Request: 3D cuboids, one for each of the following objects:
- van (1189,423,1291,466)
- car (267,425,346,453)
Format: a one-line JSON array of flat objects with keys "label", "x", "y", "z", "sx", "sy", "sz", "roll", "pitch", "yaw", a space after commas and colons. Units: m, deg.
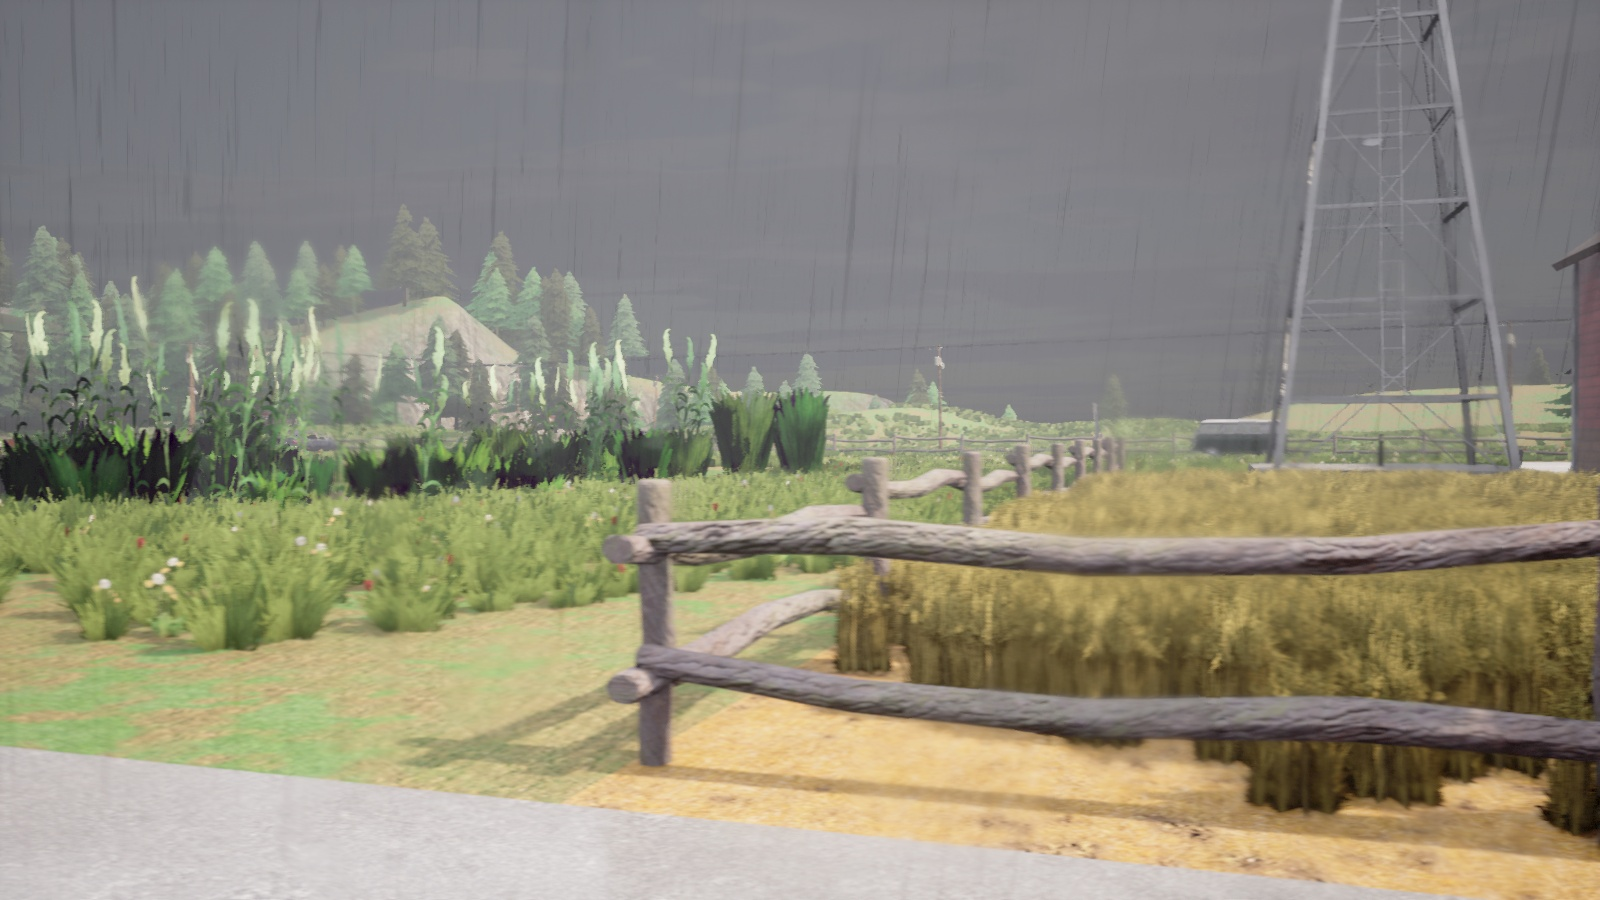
[{"label": "van", "x": 20.962, "y": -0.301, "z": 59.895, "sx": 4.442, "sy": 1.987, "sz": 1.775, "roll": 1, "pitch": 1, "yaw": 24}, {"label": "car", "x": -30.161, "y": -0.692, "z": 76.952, "sx": 2.242, "sy": 1.667, "sz": 4.611, "roll": 1, "pitch": 1, "yaw": 14}]
